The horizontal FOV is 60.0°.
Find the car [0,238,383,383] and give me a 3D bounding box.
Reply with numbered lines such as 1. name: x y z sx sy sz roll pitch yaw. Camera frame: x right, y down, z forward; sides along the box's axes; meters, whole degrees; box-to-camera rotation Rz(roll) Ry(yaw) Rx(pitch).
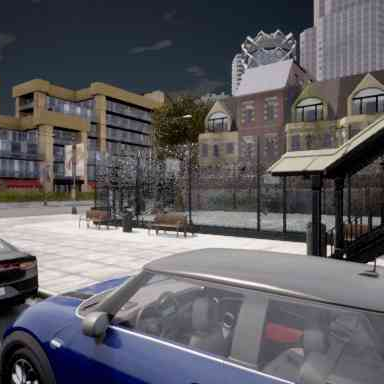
1. car: 0.148 1.354 3.198 4.553 1.767 2.185 0 0 35
